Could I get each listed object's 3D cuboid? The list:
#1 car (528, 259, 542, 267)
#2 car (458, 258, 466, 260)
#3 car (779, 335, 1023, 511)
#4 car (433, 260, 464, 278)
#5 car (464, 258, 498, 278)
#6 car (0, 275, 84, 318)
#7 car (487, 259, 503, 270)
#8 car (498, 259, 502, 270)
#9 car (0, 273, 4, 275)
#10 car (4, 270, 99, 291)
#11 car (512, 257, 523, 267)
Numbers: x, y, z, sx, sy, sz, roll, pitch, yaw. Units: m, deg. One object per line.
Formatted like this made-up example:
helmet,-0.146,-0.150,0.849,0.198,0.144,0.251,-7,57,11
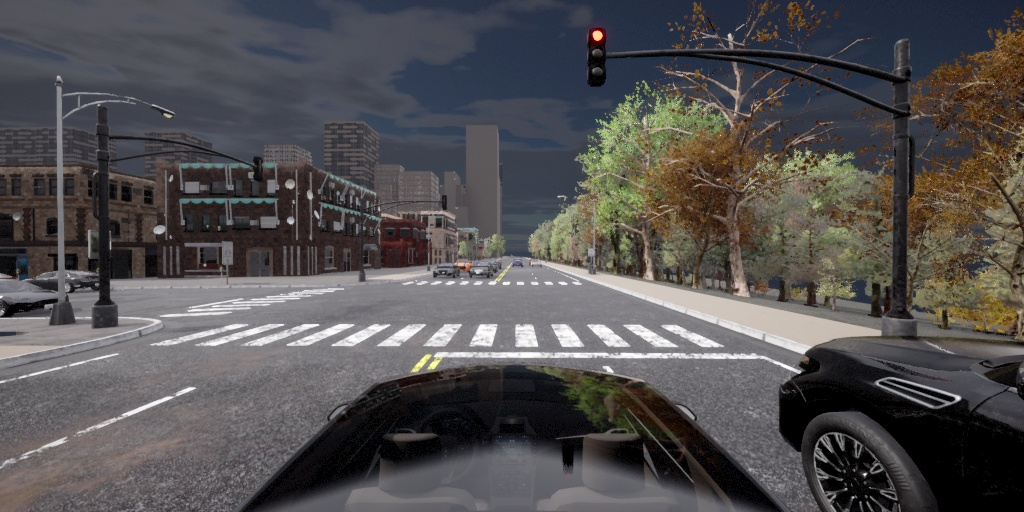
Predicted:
car,4.362,1.327,64.121,1.895,1.301,4.718,0,0,1
car,-5.914,1.088,43.751,2.097,1.767,4.553,0,0,1
car,3.322,0.972,0.665,2.150,2.045,5.566,0,0,1
car,-6.080,1.304,33.755,1.994,1.385,4.181,0,0,1
car,-2.820,1.232,33.769,2.128,1.511,4.902,0,0,3
car,-19.766,1.565,13.704,4.313,1.339,1.948,0,0,1
car,-2.503,1.223,53.502,2.128,1.511,4.902,0,0,1
car,-2.673,1.227,43.260,2.128,1.511,4.902,0,0,1
car,-33.493,1.655,22.449,4.207,1.307,1.802,0,0,1
car,-27.958,1.560,22.352,4.403,1.370,2.007,0,0,1
car,1.002,1.252,63.791,1.812,1.442,4.674,0,0,1
